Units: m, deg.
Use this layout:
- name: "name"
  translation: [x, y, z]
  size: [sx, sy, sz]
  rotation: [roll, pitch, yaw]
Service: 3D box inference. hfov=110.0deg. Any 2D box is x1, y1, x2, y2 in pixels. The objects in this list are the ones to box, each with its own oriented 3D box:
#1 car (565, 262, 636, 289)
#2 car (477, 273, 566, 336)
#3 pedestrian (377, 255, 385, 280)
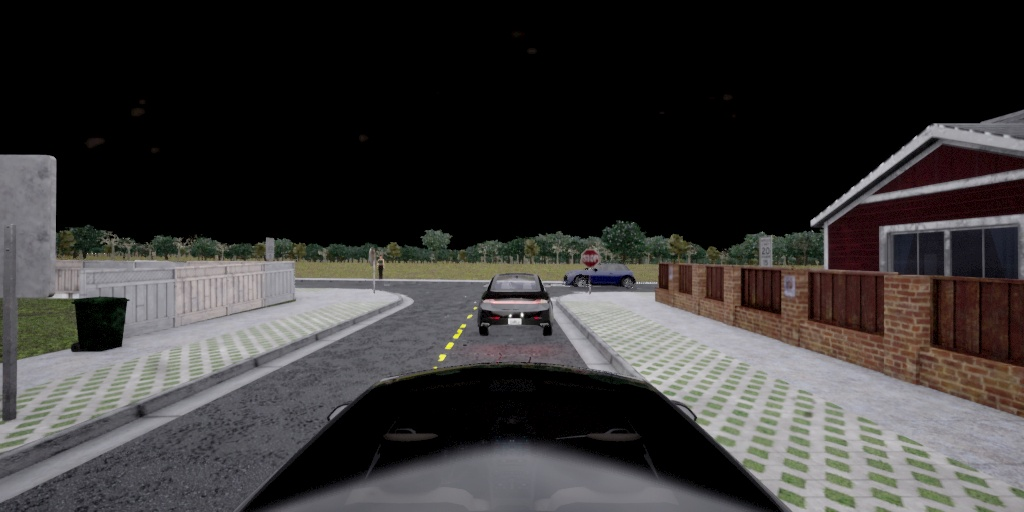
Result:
- name: "car"
  translation: [5.697, 1.203, 23.743]
  size: [4.553, 1.767, 2.097]
  rotation: [1, 0, -3]
- name: "car"
  translation: [0.135, 1.243, 10.390]
  size: [2.128, 1.511, 4.902]
  rotation: [0, 0, 2]
- name: "pedestrian"
  translation: [-9.742, 0.819, 26.615]
  size: [0.375, 1.860, 0.375]
  rotation: [0, -1, 0]
